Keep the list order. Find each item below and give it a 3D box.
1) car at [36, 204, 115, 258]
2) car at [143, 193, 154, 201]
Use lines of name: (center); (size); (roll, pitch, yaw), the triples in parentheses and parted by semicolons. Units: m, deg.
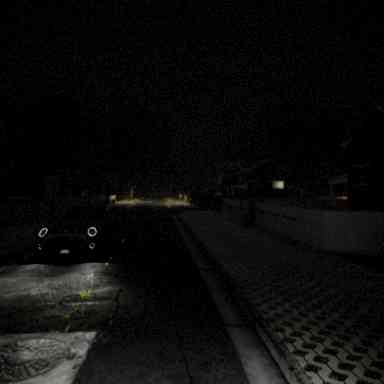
car: (-4.284, 1.318, 12.870); (2.097, 1.767, 4.553); (0, 0, -5)
car: (-10.427, 1.403, 77.415); (1.837, 1.490, 4.892); (0, 0, -5)
